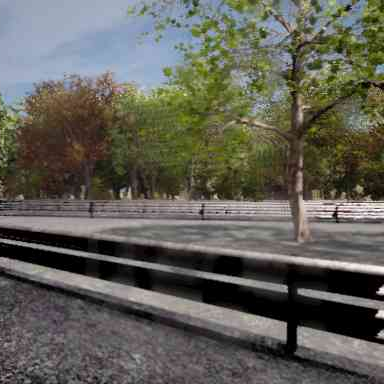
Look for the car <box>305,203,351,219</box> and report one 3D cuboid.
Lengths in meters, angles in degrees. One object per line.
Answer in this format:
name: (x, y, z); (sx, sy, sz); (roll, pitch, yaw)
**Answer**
car: (11.824, 1.637, 29.436); (4.181, 1.385, 1.994); (0, 0, 13)
